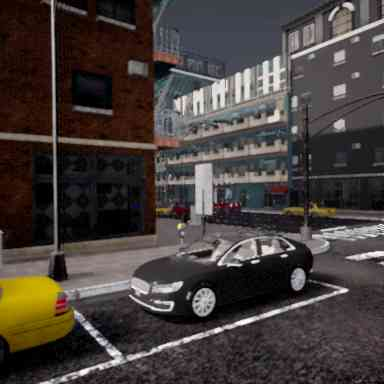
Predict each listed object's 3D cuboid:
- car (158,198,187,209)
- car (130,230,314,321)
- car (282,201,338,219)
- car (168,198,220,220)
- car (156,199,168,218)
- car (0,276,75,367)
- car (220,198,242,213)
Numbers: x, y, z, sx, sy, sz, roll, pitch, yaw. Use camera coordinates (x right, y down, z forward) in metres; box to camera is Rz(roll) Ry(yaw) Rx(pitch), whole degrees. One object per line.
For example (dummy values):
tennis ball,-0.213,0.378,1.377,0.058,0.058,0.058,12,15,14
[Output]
car,-2.770,1.573,46.538,2.008,1.369,4.403,-1,1,-36
car,0.822,1.548,7.159,4.403,1.369,2.008,0,-1,-35
car,10.011,1.488,28.672,1.752,1.417,4.829,-1,1,-36
car,0.073,1.546,28.160,1.967,1.590,4.097,-1,1,-36
car,-3.046,1.646,32.523,1.752,1.417,4.829,-1,1,-36
car,-3.929,1.527,3.772,4.829,1.417,1.752,0,-1,-35
car,3.669,1.432,37.535,1.967,1.590,4.097,-1,1,-36
